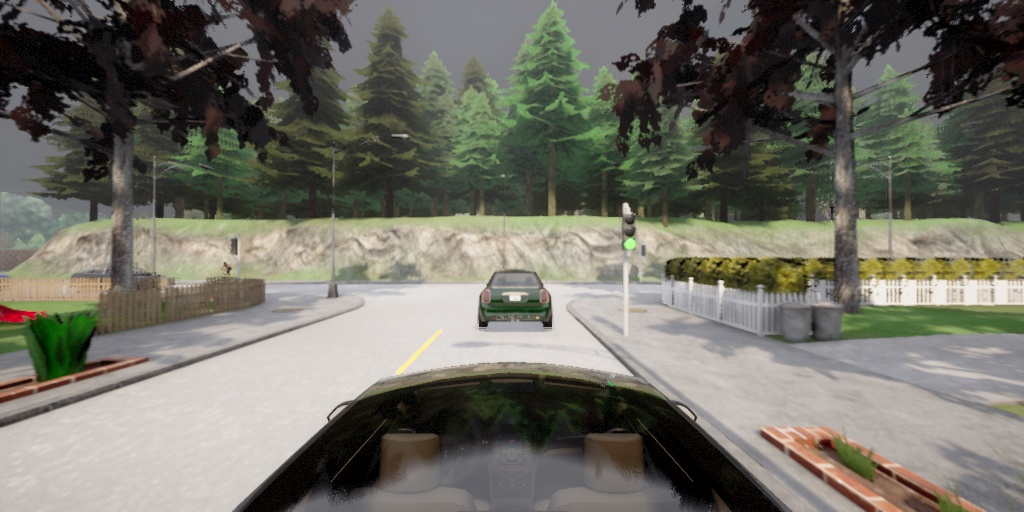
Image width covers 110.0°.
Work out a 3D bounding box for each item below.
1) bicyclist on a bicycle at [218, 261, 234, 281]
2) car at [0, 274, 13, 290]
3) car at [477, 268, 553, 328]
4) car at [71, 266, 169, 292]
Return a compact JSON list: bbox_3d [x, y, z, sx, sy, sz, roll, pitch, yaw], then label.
[{"bbox_3d":[-24.037,1.283,30.160,0.582,1.620,1.656,0,0,0],"label":"bicyclist on a bicycle"},{"bbox_3d":[-33.569,1.357,21.782,5.008,1.535,1.882,0,0,0],"label":"car"},{"bbox_3d":[0.095,1.167,11.761,2.097,1.767,4.553,0,0,0],"label":"car"},{"bbox_3d":[-23.647,1.371,21.762,4.902,1.511,2.128,0,0,0],"label":"car"}]
